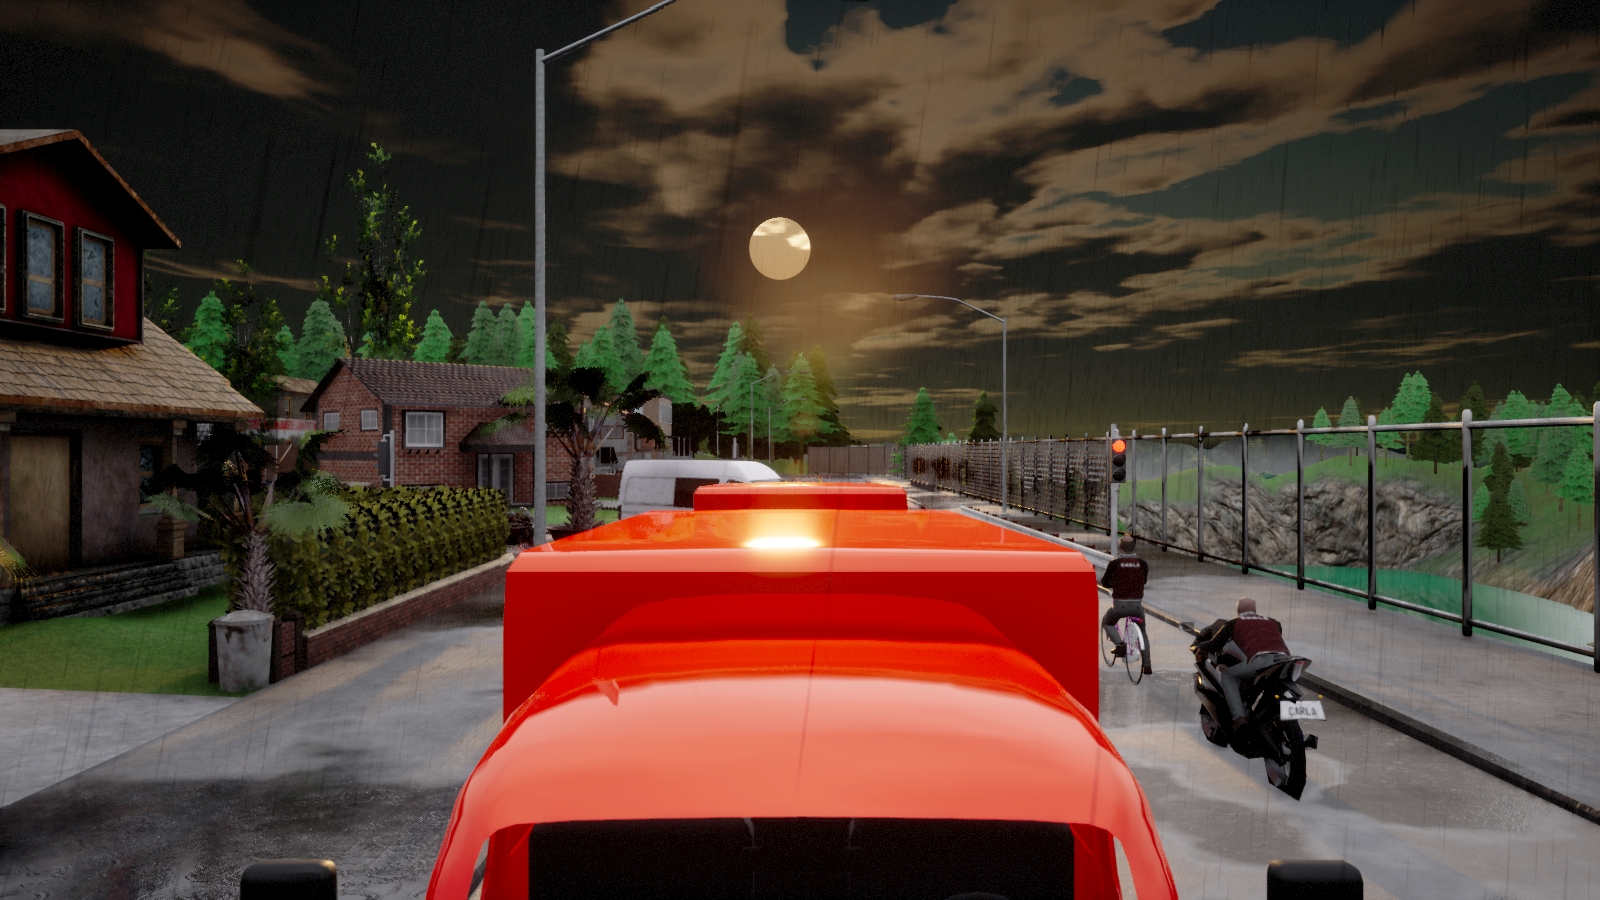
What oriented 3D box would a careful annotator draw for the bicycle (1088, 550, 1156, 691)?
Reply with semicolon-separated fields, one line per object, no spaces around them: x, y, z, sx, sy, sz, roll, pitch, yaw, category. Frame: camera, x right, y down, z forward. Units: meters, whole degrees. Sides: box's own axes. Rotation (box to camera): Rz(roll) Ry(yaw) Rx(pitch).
3.986;2.066;14.240;0.329;1.471;1.835;0;0;0;bicycle

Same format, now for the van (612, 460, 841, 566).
-1.993;1.546;30.215;5.915;2.561;1.988;0;0;30;van

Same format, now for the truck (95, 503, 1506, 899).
-0.001;1.571;4.728;2.627;2.467;5.204;0;0;0;truck

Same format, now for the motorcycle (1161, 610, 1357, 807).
4.000;2.210;10.191;0.867;1.251;2.209;0;0;0;motorcycle
